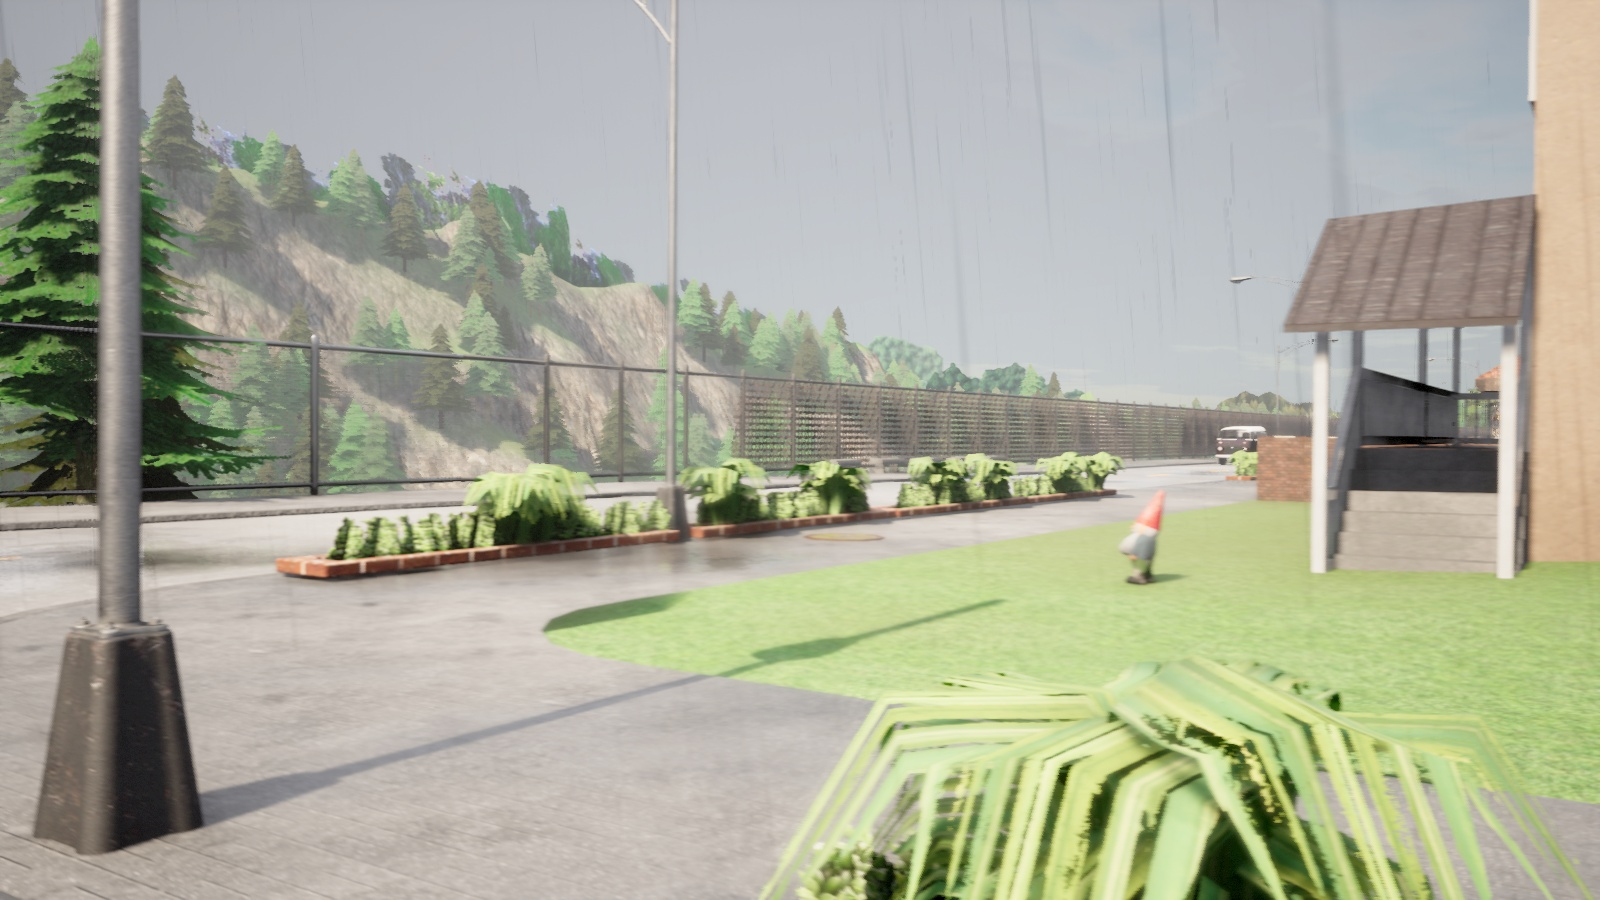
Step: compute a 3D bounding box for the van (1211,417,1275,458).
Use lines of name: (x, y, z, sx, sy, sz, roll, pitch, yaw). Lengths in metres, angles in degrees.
van: (23.017, -0.643, 65.158, 2.069, 2.038, 4.480, 0, 1, 34)
